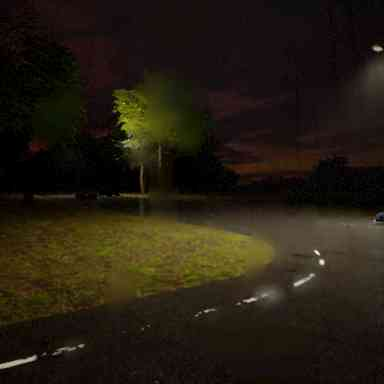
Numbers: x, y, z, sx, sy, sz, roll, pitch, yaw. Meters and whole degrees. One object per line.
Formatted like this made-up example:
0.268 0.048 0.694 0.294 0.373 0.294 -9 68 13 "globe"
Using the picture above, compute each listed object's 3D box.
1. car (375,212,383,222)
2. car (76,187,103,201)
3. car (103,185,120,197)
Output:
13.636 1.413 19.139 2.033 1.411 5.357 -1 2 -35 "car"
-14.846 0.307 47.036 2.097 1.767 4.553 -1 2 -35 "car"
-14.719 -0.188 58.909 2.150 2.045 5.566 -1 2 -35 "car"
